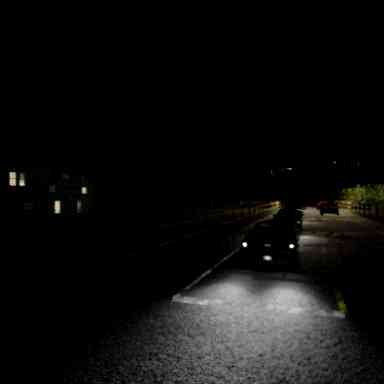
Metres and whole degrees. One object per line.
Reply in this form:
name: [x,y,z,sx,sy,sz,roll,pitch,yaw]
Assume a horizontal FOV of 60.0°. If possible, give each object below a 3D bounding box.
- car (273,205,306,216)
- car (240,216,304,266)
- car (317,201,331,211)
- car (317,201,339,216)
car: [6.466,1.844,22.275,1.812,1.442,4.674,-1,-1,18]
car: [3.085,1.789,12.510,1.895,1.301,4.718,-1,-1,19]
car: [20.888,2.216,52.860,1.812,1.442,4.674,-1,-1,19]
car: [16.377,1.982,39.740,1.882,1.535,5.008,-1,-2,19]
